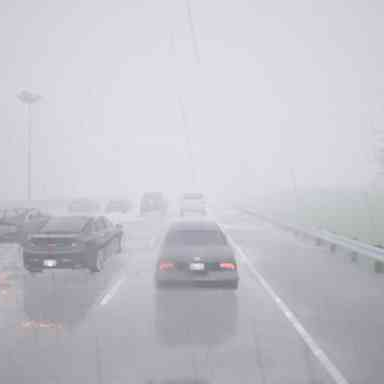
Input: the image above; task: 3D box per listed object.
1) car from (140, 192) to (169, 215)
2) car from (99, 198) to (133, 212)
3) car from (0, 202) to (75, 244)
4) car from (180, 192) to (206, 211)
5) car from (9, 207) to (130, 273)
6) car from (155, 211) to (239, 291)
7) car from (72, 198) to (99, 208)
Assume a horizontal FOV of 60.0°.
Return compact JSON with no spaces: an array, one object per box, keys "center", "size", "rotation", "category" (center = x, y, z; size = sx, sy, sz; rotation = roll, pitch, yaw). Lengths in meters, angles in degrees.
[{"center":[-3.411,1.025,30.703],"size":[2.150,2.045,5.566],"rotation":[0,0,0],"category":"car"},{"center":[-6.911,1.288,31.868],"size":[2.128,1.511,4.902],"rotation":[0,0,0],"category":"car"},{"center":[-6.904,1.404,13.796],"size":[2.128,1.511,4.902],"rotation":[0,0,0],"category":"car"},{"center":[0.090,1.027,30.171],"size":[2.150,2.045,5.566],"rotation":[0,0,0],"category":"car"},{"center":[-3.402,1.438,10.390],"size":[1.837,1.490,4.892],"rotation":[0,0,0],"category":"car"},{"center":[0.098,1.489,9.004],"size":[2.033,1.411,5.357],"rotation":[0,0,0],"category":"car"},{"center":[-10.410,1.286,32.380],"size":[2.128,1.511,4.902],"rotation":[0,0,0],"category":"car"}]
